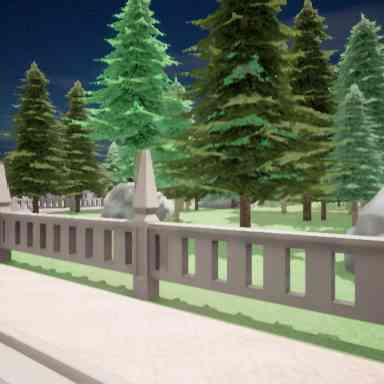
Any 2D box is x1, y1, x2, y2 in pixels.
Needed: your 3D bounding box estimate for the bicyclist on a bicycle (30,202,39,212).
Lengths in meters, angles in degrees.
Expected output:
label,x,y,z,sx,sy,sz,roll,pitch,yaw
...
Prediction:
label,x,y,z,sx,sy,sz,roll,pitch,yaw
bicyclist on a bicycle,-16.135,1.275,34.052,1.656,1.620,0.582,0,0,35
